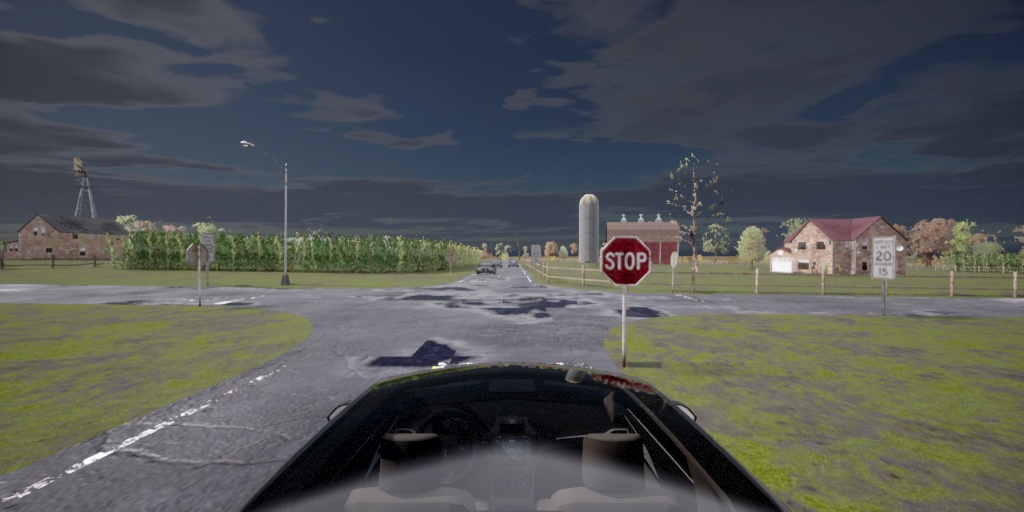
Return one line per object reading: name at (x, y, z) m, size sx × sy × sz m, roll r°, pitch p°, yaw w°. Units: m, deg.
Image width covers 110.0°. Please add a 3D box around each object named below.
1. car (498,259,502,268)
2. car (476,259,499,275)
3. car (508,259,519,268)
car at (-2.614, 1.292, 60.584) m, size 1.837 × 1.490 × 4.892 m, roll 0°, pitch -1°, yaw 1°
car at (-2.725, 1.324, 38.620) m, size 1.994 × 1.385 × 4.181 m, roll 0°, pitch 0°, yaw 0°
car at (0.261, 1.337, 63.396) m, size 2.033 × 1.411 × 5.357 m, roll 0°, pitch 0°, yaw 1°
